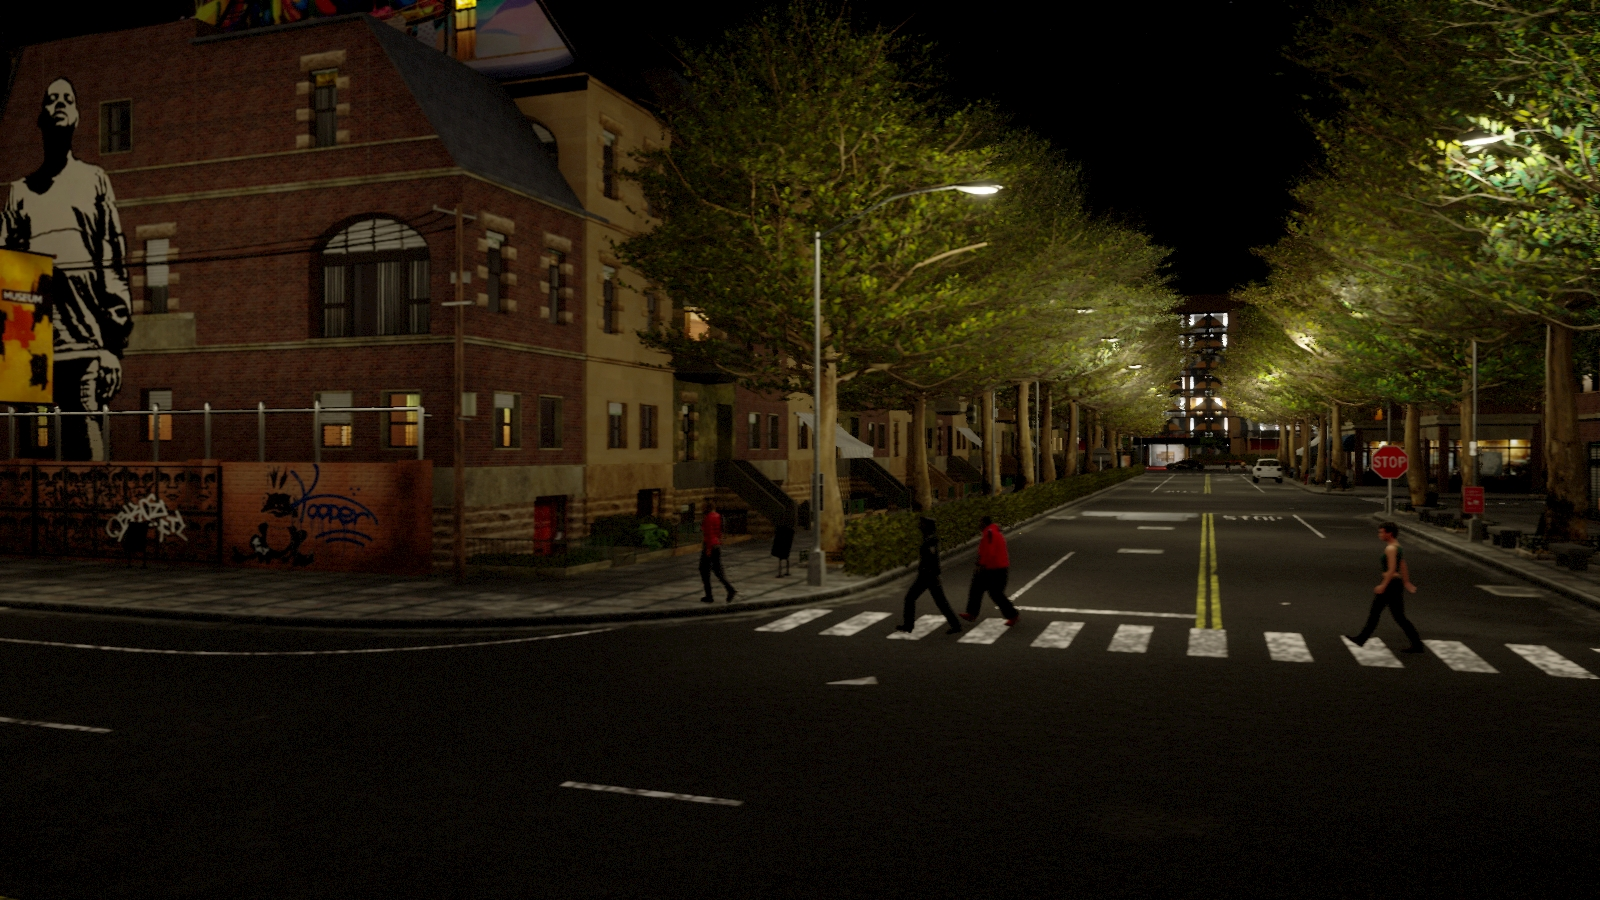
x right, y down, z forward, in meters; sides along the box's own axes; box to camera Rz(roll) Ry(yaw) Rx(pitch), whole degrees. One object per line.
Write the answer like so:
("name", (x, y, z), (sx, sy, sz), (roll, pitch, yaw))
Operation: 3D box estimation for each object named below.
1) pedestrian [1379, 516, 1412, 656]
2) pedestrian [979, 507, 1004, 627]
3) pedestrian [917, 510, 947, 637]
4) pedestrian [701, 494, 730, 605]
("pedestrian", (8.168, 1.849, 15.679), (0.375, 1.860, 0.375), (0, 0, 31))
("pedestrian", (3.040, 1.849, 18.131), (0.375, 1.860, 0.375), (0, 0, 12))
("pedestrian", (1.987, 1.849, 17.184), (0.375, 1.860, 0.375), (0, 0, 20))
("pedestrian", (-1.453, 1.696, 19.626), (0.375, 1.860, 0.375), (0, 0, 22))
